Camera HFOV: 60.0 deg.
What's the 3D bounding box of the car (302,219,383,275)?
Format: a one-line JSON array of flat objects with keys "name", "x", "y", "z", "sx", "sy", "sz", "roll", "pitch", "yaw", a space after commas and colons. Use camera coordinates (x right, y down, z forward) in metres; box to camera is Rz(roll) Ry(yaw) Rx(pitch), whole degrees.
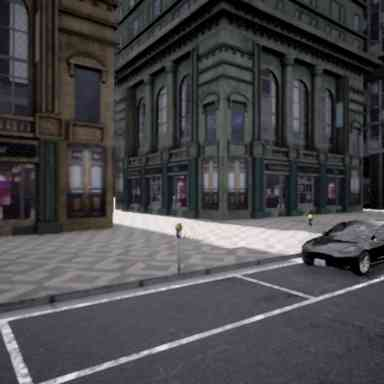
[{"name": "car", "x": 5.299, "y": 1.564, "z": 10.426, "sx": 4.313, "sy": 1.339, "sz": 1.947, "roll": 0, "pitch": 0, "yaw": -36}]
